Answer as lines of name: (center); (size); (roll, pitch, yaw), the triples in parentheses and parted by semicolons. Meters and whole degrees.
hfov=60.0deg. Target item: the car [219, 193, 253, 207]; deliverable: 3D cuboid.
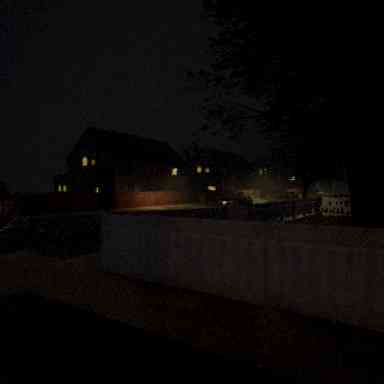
car: (4.545, 0.880, 34.255); (2.128, 1.511, 4.902); (2, 2, 35)
